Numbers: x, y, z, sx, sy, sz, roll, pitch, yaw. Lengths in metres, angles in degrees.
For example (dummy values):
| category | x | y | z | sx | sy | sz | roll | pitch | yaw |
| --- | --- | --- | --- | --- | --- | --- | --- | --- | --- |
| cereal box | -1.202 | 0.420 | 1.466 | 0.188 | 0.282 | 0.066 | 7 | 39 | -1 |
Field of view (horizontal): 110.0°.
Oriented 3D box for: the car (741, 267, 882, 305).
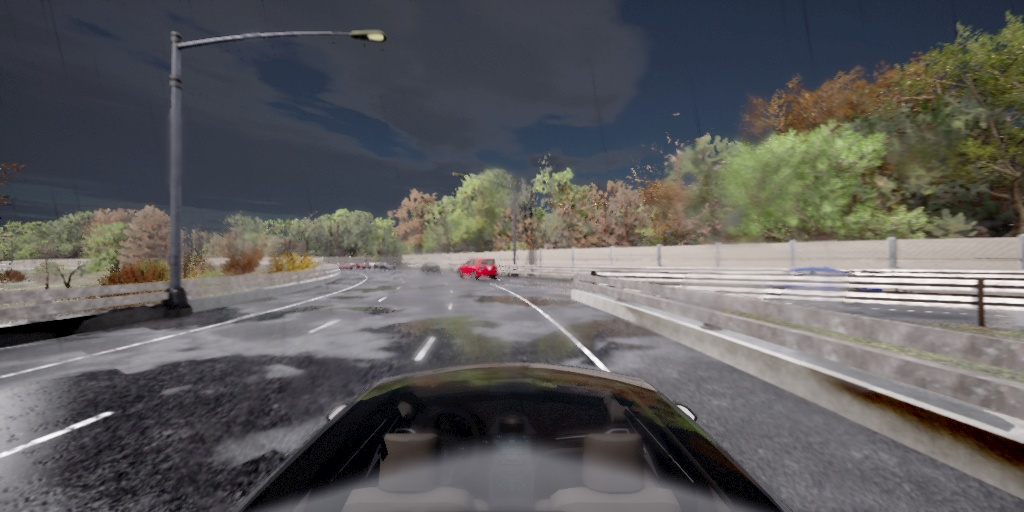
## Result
| category | x | y | z | sx | sy | sz | roll | pitch | yaw |
| --- | --- | --- | --- | --- | --- | --- | --- | --- | --- |
| car | 13.476 | 1.278 | 16.533 | 5.008 | 1.535 | 1.882 | -2 | -2 | 39 |

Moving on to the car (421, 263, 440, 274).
| category | x | y | z | sx | sy | sz | roll | pitch | yaw |
| --- | --- | --- | --- | --- | --- | --- | --- | --- | --- |
| car | -11.535 | 1.724 | 50.785 | 1.882 | 1.535 | 5.008 | -1 | 0 | -25 |

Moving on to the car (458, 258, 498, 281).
| category | x | y | z | sx | sy | sz | roll | pitch | yaw |
| --- | --- | --- | --- | --- | --- | --- | --- | --- | --- |
| car | -3.420 | 1.273 | 35.172 | 2.150 | 2.045 | 5.566 | 0 | 0 | -31 |
